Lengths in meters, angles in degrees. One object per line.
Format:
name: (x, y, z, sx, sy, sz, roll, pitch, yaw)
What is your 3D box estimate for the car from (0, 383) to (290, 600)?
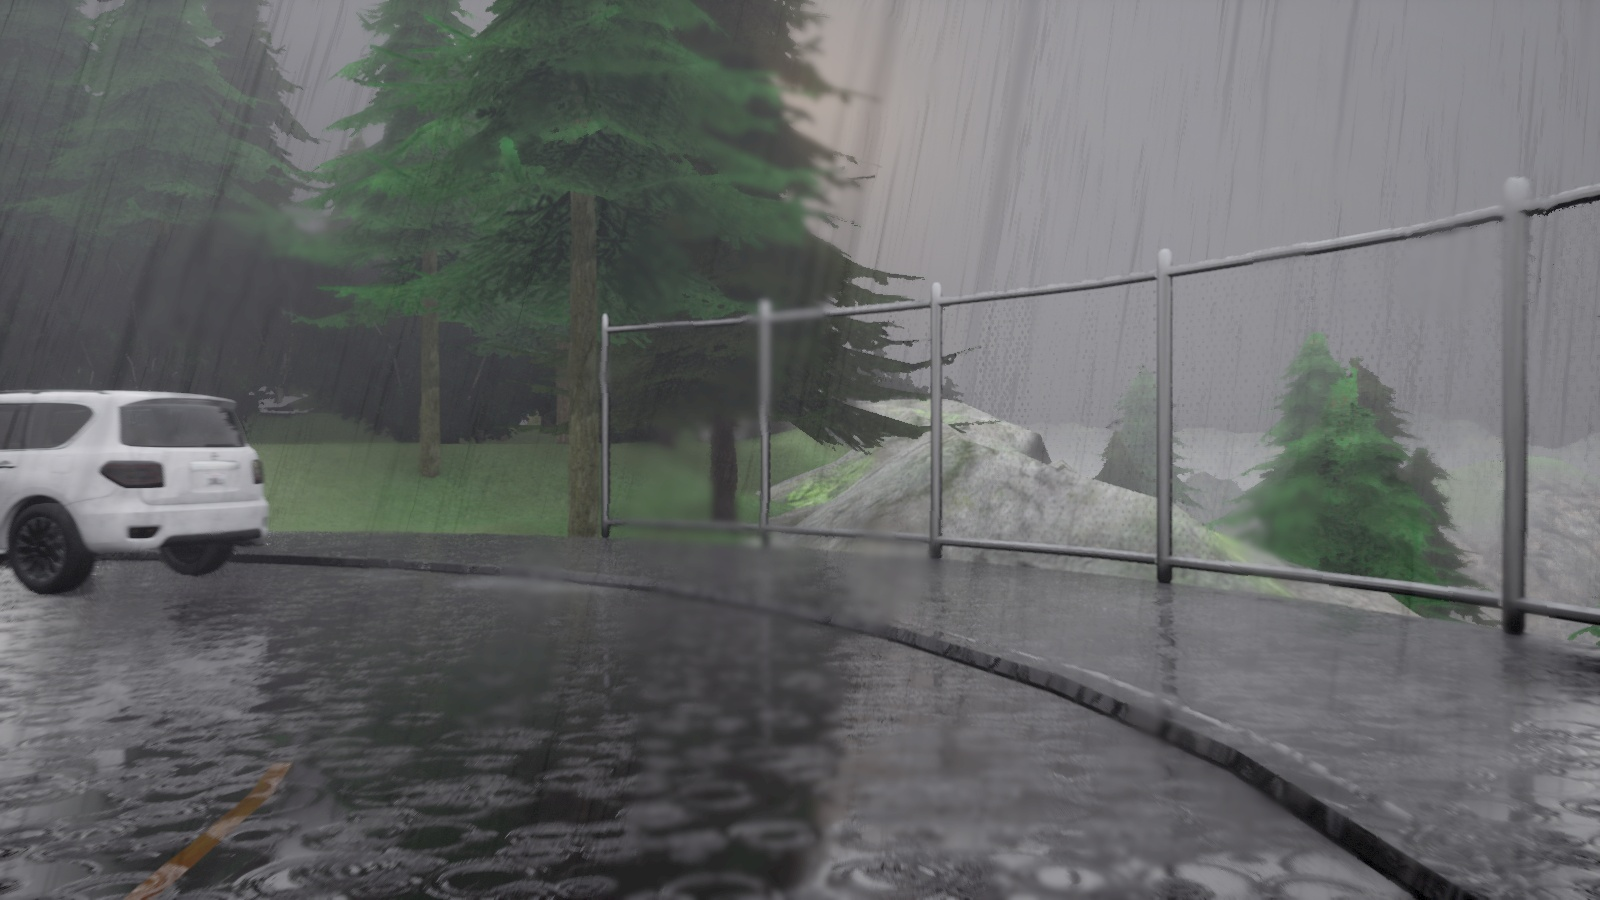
car: (-8.620, 0.382, 13.742, 5.566, 2.045, 2.150, 0, 0, 18)
